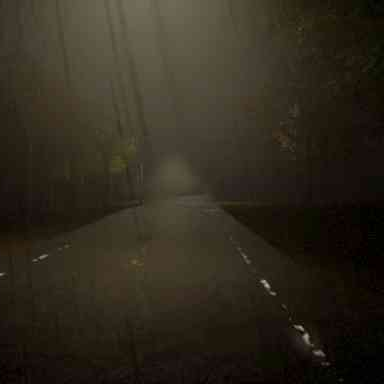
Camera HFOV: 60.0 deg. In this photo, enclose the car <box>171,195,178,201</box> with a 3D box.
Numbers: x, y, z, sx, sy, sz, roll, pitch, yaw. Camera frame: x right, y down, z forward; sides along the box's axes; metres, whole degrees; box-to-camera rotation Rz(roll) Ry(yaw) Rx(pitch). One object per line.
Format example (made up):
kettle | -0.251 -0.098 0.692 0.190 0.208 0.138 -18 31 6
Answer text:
car | -4.787 1.672 90.982 1.812 1.442 4.674 0 0 2
